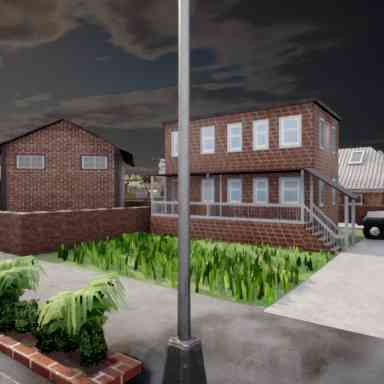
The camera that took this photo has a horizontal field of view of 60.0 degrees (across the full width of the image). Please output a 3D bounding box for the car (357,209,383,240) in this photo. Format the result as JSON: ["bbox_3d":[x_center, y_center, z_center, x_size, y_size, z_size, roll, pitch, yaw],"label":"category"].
[{"bbox_3d":[8.506,0.973,12.581,3.866,1.878,1.905,0,0,36],"label":"car"}]
